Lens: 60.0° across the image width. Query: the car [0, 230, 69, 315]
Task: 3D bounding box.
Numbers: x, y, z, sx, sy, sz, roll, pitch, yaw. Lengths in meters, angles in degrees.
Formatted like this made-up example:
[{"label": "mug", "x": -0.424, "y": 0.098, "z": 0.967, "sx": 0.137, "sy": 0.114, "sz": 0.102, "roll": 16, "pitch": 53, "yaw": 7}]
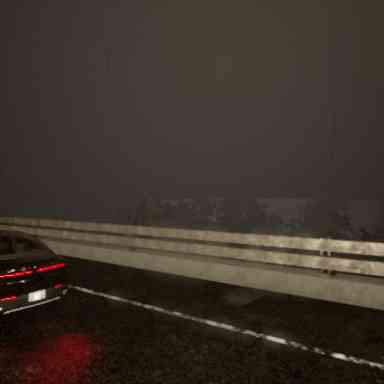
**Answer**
[{"label": "car", "x": -4.656, "y": 1.582, "z": 7.206, "sx": 4.892, "sy": 1.490, "sz": 1.837, "roll": -1, "pitch": 0, "yaw": 36}]
